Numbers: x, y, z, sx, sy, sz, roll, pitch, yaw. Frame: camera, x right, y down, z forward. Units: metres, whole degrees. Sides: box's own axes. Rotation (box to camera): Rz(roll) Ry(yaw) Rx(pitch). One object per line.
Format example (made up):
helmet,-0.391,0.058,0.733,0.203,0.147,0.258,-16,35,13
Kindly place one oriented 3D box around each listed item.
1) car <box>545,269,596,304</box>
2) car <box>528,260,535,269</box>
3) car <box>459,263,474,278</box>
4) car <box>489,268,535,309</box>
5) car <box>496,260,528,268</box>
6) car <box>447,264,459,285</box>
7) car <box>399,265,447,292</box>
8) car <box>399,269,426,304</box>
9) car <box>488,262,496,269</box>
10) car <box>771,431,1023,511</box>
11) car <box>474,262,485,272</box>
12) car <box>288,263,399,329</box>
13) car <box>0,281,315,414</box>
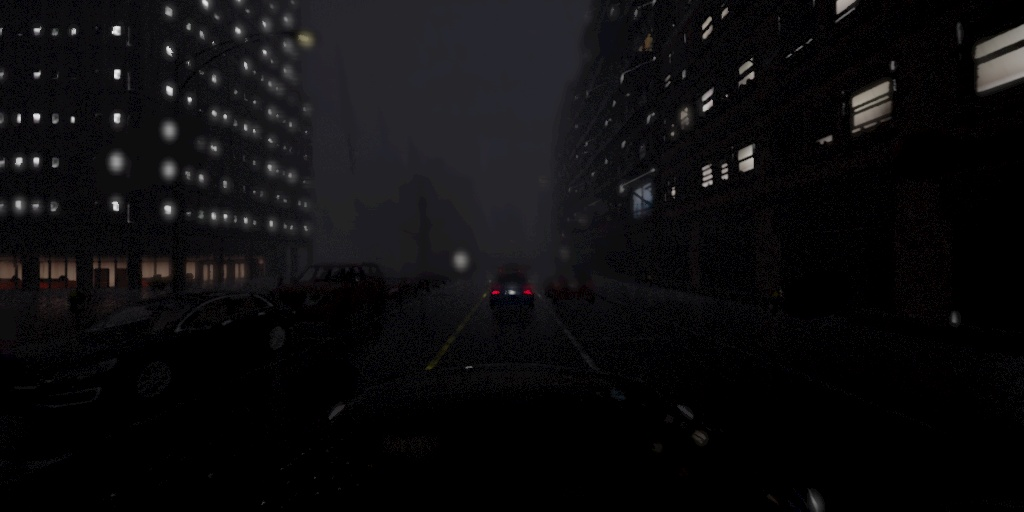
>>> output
car,2.689,1.337,17.286,1.967,1.591,4.097,0,0,0
car,2.690,1.822,55.976,1.888,1.381,4.507,0,0,0
car,-5.691,1.551,39.396,1.967,1.591,4.097,0,0,0
car,0.002,1.430,15.830,2.033,1.411,5.357,0,-1,0
car,0.003,1.378,30.920,2.097,1.767,4.553,0,-1,0
car,-5.691,1.554,28.341,2.007,1.370,4.403,0,0,0
car,-5.691,1.495,22.814,1.888,1.381,4.507,0,0,0
car,-5.691,1.479,17.287,1.802,1.307,4.207,0,0,0
car,-3.038,1.969,64.925,1.895,1.301,4.718,0,-1,1
car,2.689,1.306,0.704,1.948,1.339,4.313,0,0,0
car,-5.691,1.717,55.978,1.967,1.591,4.097,0,0,0
car,-5.692,1.159,11.760,2.192,1.841,5.009,0,0,0
car,-5.692,1.342,6.233,2.007,1.370,4.403,0,0,0
